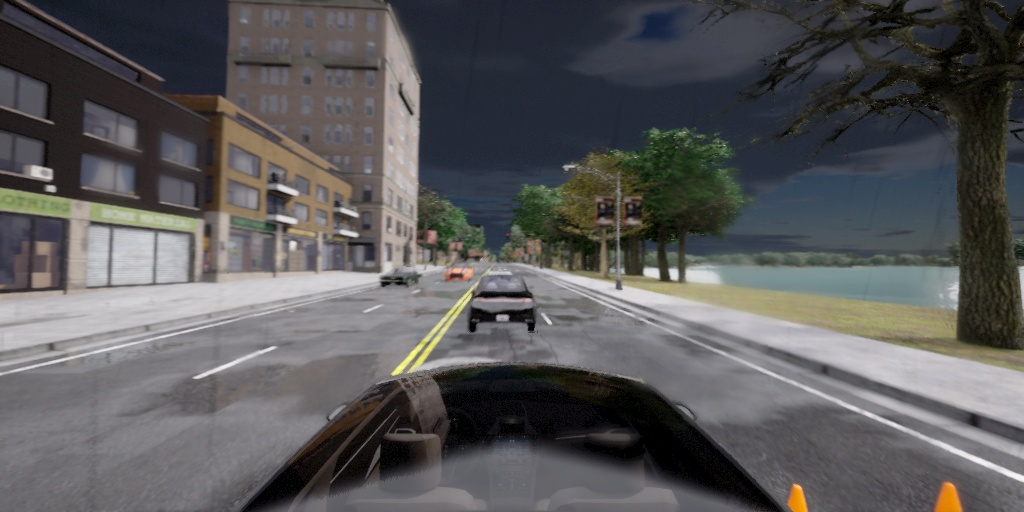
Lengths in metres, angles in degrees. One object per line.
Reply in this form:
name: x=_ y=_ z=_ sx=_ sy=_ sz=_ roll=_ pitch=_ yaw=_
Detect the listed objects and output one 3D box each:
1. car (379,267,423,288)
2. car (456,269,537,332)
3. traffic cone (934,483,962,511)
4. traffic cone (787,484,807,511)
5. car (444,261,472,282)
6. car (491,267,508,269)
car: x=-7.534 y=1.461 z=24.630 sx=1.895 sy=1.301 sz=4.718 roll=1 pitch=0 yaw=-2
car: x=-0.323 y=1.331 z=11.227 sx=2.128 sy=1.511 sz=4.902 roll=1 pitch=-1 yaw=-2
traffic cone: x=2.776 y=1.746 z=2.276 sx=0.340 sy=0.580 sz=0.340 roll=0 pitch=0 yaw=-2
traffic cone: x=1.777 y=1.733 z=2.238 sx=0.340 sy=0.580 sz=0.340 roll=0 pitch=0 yaw=-2
car: x=-4.518 y=1.295 z=30.997 sx=2.097 sy=1.767 sz=4.553 roll=1 pitch=0 yaw=-2
car: x=-1.096 y=1.592 z=31.686 sx=1.895 sy=1.301 sz=4.718 roll=1 pitch=0 yaw=-2
